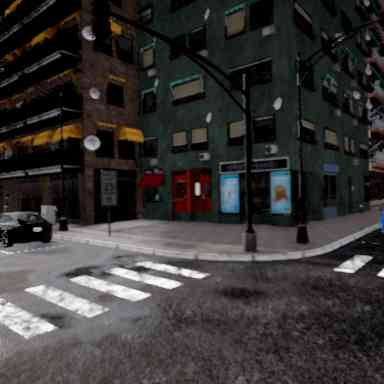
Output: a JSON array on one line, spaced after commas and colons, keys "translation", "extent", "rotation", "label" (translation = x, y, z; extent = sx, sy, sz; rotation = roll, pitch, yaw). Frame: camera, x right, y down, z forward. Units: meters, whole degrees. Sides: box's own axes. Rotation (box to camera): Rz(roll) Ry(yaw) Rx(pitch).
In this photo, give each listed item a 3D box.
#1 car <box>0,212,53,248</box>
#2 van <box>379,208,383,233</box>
[{"translation": [-7.685, 1.520, 14.429], "extent": [4.313, 1.339, 1.947], "rotation": [0, 0, 39], "label": "car"}, {"translation": [9.518, 1.082, 14.629], "extent": [1.690, 1.788, 3.998], "rotation": [-1, 0, 40], "label": "van"}]
